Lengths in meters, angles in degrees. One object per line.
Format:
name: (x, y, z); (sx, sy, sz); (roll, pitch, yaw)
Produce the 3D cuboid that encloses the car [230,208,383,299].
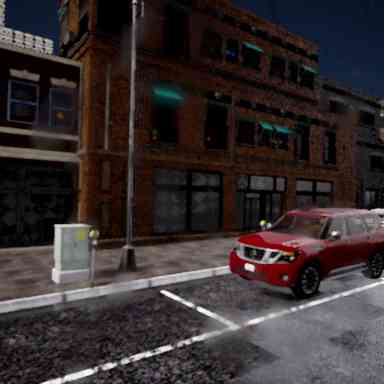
car: (3.348, 1.398, 8.922); (5.009, 1.841, 2.192); (1, 1, -35)
